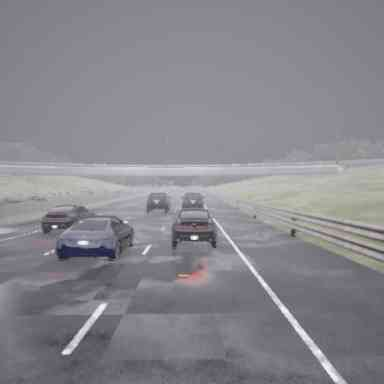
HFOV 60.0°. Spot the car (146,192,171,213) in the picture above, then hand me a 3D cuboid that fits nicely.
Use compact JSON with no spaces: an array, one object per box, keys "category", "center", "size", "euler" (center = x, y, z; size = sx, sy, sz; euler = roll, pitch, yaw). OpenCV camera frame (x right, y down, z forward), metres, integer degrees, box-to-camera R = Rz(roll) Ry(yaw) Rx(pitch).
[{"category":"car","center":[-3.408,1.050,34.565],"size":[2.150,2.045,5.566],"euler":[0,1,0]}]

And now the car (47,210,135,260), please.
[{"category":"car","center":[-3.399,1.552,12.383],"size":[1.994,1.385,4.181],"euler":[0,0,0]}]

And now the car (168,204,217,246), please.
[{"category":"car","center":[0.094,1.488,15.100],"size":[1.837,1.490,4.892],"euler":[0,0,0]}]

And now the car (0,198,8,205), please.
[{"category":"car","center":[-21.086,1.372,37.998],"size":[1.895,1.301,4.718],"euler":[0,1,0]}]

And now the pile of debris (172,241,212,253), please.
[{"category":"pile of debris","center":[0.001,2.163,13.130],"size":[1.500,0.140,1.860],"euler":[0,0,0]}]

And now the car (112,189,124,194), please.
[{"category":"car","center":[-17.491,0.043,78.911],"size":[1.882,1.535,5.008],"euler":[0,1,0]}]

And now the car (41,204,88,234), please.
[{"category":"car","center":[-6.897,1.481,19.118],"size":[1.837,1.490,4.892],"euler":[0,0,0]}]

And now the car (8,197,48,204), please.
[{"category":"car","center":[-17.589,1.287,36.646],"size":[2.128,1.511,4.902],"euler":[0,1,0]}]

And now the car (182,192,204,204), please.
[{"category":"car","center":[0.104,1.051,34.521],"size":[2.150,2.045,5.566],"euler":[0,1,0]}]
